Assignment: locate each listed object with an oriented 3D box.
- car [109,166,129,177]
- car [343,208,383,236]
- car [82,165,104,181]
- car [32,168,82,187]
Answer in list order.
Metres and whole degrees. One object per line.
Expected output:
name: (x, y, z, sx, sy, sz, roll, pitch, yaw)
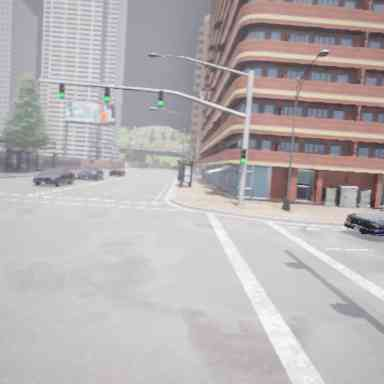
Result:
car: (-11.960, -3.166, 53.624, 1.895, 1.301, 4.718, 4, 4, -2)
car: (8.820, 1.146, 13.020, 5.357, 1.411, 2.033, 3, 4, -12)
car: (-11.575, -2.279, 38.399, 2.097, 1.767, 4.553, 4, 4, -3)
car: (-11.255, -1.280, 27.693, 2.033, 1.411, 5.357, 4, 4, -2)
